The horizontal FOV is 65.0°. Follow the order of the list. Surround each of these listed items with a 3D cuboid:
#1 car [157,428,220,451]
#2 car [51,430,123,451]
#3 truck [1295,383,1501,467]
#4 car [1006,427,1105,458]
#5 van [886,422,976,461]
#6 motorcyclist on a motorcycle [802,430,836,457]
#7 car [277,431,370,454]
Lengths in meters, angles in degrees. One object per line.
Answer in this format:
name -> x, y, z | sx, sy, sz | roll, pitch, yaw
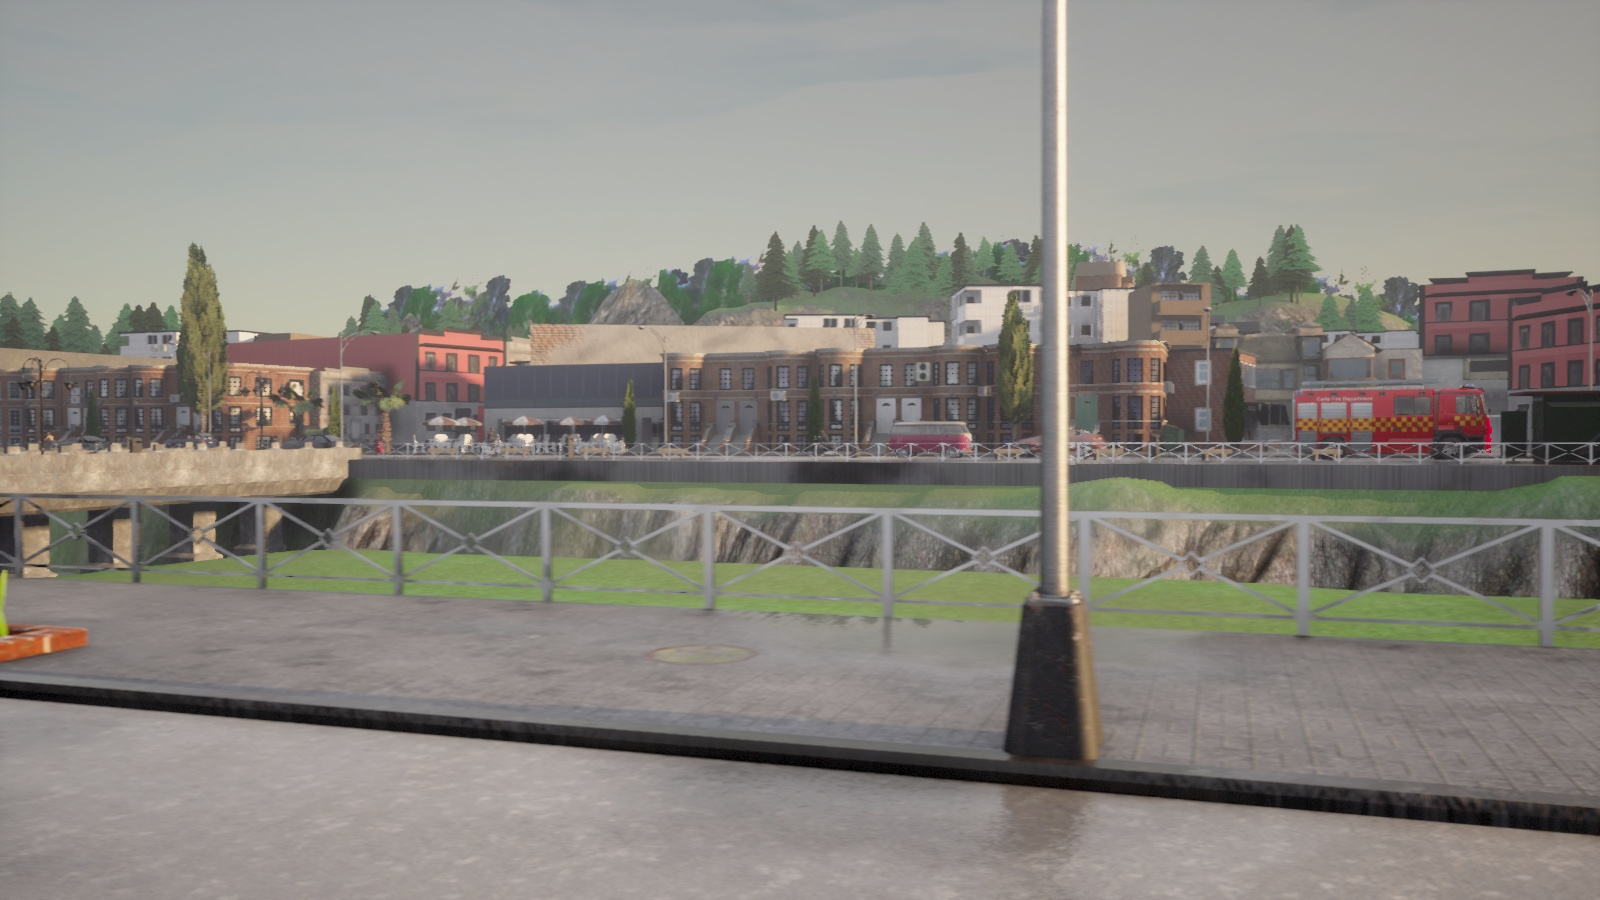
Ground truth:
car -> -42.508, -0.753, 87.310 | 3.705, 1.549, 1.789 | 1, 1, 19
car -> -48.279, -0.653, 85.033 | 4.181, 1.385, 1.994 | 1, 1, 19
truck -> 28.034, -1.183, 59.365 | 8.468, 3.827, 2.891 | 1, 1, 19
car -> 13.924, -0.437, 68.340 | 5.027, 1.651, 2.152 | 1, 1, 19
van -> 6.961, -0.459, 66.461 | 4.442, 1.987, 1.775 | 1, 1, 19
motorcyclist on a motorcycle -> 1.109, -0.379, 72.650 | 1.817, 1.590, 0.866 | 1, 1, 19
car -> -29.919, -0.501, 78.862 | 5.357, 1.411, 2.033 | 1, 1, 19
